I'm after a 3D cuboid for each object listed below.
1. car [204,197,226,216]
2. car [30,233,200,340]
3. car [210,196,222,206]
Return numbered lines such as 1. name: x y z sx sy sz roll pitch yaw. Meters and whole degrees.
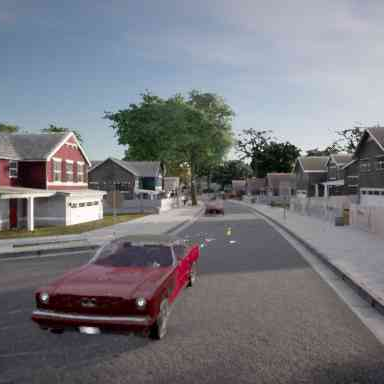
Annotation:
1. car: 2.296 1.533 32.746 1.882 1.535 5.008 0 0 6
2. car: -1.067 1.602 6.771 1.895 1.301 4.718 0 0 9
3. car: 4.099 1.551 58.202 1.882 1.535 5.008 0 0 2
